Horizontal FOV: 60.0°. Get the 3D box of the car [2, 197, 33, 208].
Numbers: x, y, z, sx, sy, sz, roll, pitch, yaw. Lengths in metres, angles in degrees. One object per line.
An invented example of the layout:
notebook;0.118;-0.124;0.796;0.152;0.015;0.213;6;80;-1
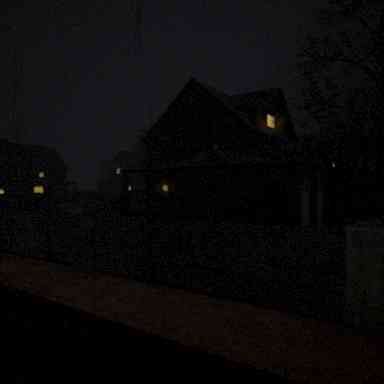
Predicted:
car;-15.522;1.172;29.393;1.994;1.385;4.181;1;2;35
